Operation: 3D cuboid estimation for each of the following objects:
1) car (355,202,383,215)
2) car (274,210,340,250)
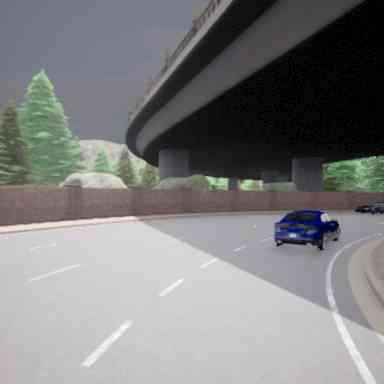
[{"bbox_3d":[21.192,1.818,37.776,5.357,1.411,2.033,1,0,-19],"label":"car"},{"bbox_3d":[5.252,1.543,14.855,1.882,1.535,5.008,0,0,33],"label":"car"}]
